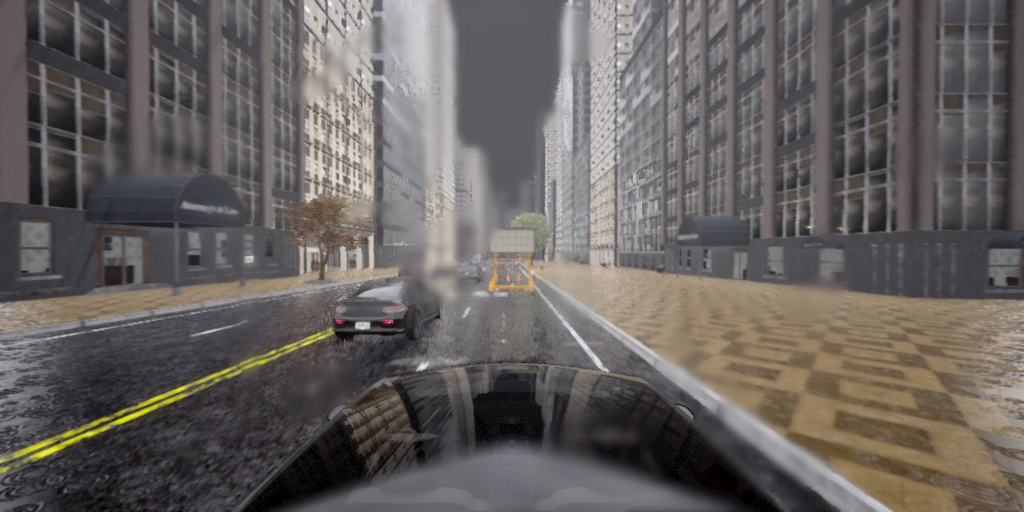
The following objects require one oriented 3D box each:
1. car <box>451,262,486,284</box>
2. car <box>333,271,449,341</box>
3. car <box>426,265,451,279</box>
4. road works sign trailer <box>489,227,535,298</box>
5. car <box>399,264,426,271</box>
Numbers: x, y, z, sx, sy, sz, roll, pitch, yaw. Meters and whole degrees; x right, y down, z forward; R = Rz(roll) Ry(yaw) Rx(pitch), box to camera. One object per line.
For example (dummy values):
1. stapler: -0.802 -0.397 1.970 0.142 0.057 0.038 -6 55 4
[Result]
1. car: -3.142 1.409 28.245 2.033 1.411 5.357 0 0 0
2. car: -3.146 1.310 9.861 1.812 1.442 4.674 0 0 0
3. car: -6.574 1.490 34.771 1.895 1.301 4.718 0 0 0
4. road works sign trailer: 0.024 0.286 18.867 2.380 3.560 2.880 0 0 1
5. car: -9.819 1.458 35.601 1.994 1.385 4.181 0 0 0
